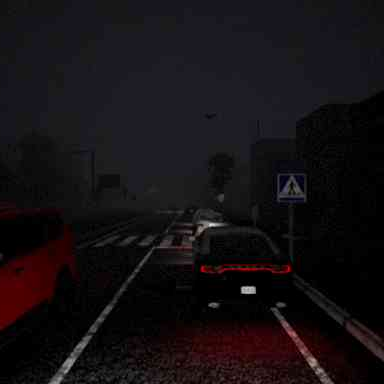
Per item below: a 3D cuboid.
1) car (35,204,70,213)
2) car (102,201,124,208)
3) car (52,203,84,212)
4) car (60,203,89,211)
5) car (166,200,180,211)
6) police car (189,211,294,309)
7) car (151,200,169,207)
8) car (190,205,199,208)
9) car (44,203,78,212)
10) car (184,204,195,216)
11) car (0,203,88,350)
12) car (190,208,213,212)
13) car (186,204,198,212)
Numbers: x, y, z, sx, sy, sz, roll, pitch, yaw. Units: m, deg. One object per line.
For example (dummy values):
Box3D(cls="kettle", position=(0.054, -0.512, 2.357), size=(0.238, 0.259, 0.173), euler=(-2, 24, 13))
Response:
Box3D(cls="car", position=(-22.014, 2.598, 52.650), size=(4.674, 1.452, 2.002), euler=(0, -1, 0))
Box3D(cls="car", position=(-21.998, 3.511, 90.822), size=(5.008, 1.535, 2.097), euler=(0, -1, 0))
Box3D(cls="car", position=(-22.021, 2.720, 59.198), size=(5.008, 1.535, 2.097), euler=(0, -1, 0))
Box3D(cls="car", position=(-22.012, 2.839, 62.345), size=(4.674, 1.452, 2.002), euler=(0, -1, 0))
Box3D(cls="car", position=(-3.313, 2.839, 62.989), size=(1.882, 1.535, 5.008), euler=(0, -1, 0))
Box3D(cls="police car", position=(0.953, 1.495, 8.230), size=(1.930, 1.638, 5.238), euler=(0, -1, 0))
Box3D(cls="car", position=(-8.916, 3.589, 93.581), size=(4.892, 1.521, 2.231), euler=(0, -2, 0))
Box3D(cls="car", position=(0.927, 1.931, 24.133), size=(1.812, 1.442, 4.674), euler=(0, -1, 0))
Box3D(cls="car", position=(-22.011, 2.640, 55.926), size=(4.892, 1.521, 2.231), euler=(0, -1, 0))
Box3D(cls="car", position=(-0.038, 2.494, 45.351), size=(1.994, 1.385, 4.181), euler=(0, -1, 0))
Box3D(cls="car", position=(-3.361, 1.249, 4.554), size=(2.150, 2.045, 5.566), euler=(0, -1, 0))
Box3D(cls="car", position=(0.934, 1.783, 18.130), size=(1.812, 1.442, 4.674), euler=(0, -1, 0))
Box3D(cls="car", position=(-0.062, 2.808, 58.866), size=(2.033, 1.411, 5.357), euler=(0, -1, 0))
